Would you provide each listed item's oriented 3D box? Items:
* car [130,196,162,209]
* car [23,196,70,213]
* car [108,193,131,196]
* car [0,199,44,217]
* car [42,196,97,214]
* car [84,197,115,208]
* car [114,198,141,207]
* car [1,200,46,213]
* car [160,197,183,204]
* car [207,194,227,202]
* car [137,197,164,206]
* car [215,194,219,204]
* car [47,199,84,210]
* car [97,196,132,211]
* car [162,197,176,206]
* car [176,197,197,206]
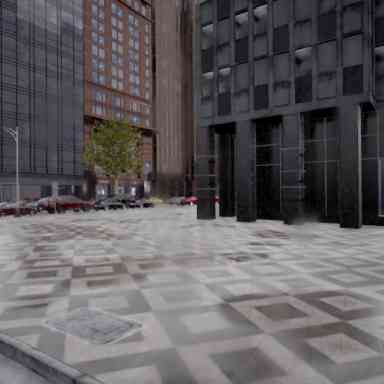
[{"bbox_3d":[-6.435,1.509,43.778,1.947,1.339,4.313,-1,0,35],"label":"car"},{"bbox_3d":[-16.872,1.392,38.831,2.097,1.767,4.553,-1,0,35],"label":"car"},{"bbox_3d":[-10.951,1.232,47.384,2.150,2.045,5.566,-1,0,35],"label":"car"},{"bbox_3d":[-16.055,1.576,29.864,1.802,1.307,4.206,-1,0,35],"label":"car"},{"bbox_3d":[-12.850,1.290,34.504,2.192,1.841,5.009,-1,0,35],"label":"car"},{"bbox_3d":[-13.445,1.484,48.631,1.967,1.590,4.097,-1,0,35],"label":"car"},{"bbox_3d":[-10.236,1.613,53.269,1.802,1.307,4.206,-1,0,35],"label":"car"},{"bbox_3d":[-19.858,1.642,39.354,1.947,1.339,4.313,-1,0,35],"label":"car"},{"bbox_3d":[-3.821,1.574,62.547,1.947,1.339,4.313,-1,0,35],"label":"car"},{"bbox_3d":[5.799,1.296,76.463,2.192,1.841,5.009,-1,0,35],"label":"car"},{"bbox_3d":[-7.126,1.544,57.767,1.752,1.417,4.829,-1,0,35],"label":"car"},{"bbox_3d":[3.184,1.222,57.694,2.192,1.841,5.009,-1,0,35],"label":"car"},{"bbox_3d":[-16.651,1.642,43.992,1.802,1.307,4.206,-1,0,35],"label":"car"},{"bbox_3d":[-9.641,1.525,39.141,1.947,1.339,4.313,-1,0,35],"label":"car"},{"bbox_3d":[-2.029,1.496,54.748,2.033,1.411,5.357,-1,0,35],"label":"car"},{"bbox_3d":[-0.021,1.462,53.055,1.887,1.381,4.507,-1,0,35],"label":"car"}]
